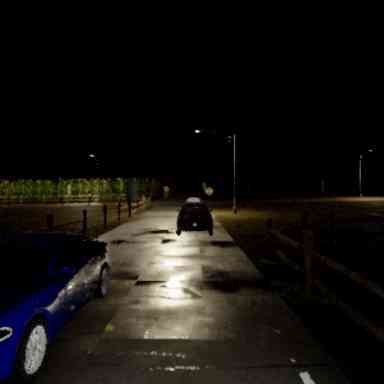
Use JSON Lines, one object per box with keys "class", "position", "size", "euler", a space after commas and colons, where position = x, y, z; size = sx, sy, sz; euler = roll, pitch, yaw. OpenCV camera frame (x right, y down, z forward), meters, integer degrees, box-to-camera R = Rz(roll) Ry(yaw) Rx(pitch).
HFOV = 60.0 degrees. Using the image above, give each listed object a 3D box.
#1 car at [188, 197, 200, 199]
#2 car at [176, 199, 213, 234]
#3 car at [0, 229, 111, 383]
{"class": "car", "position": [0.166, 1.248, 34.794], "size": [2.033, 1.411, 5.357], "euler": [0, 1, 0]}
{"class": "car", "position": [0.139, 1.412, 18.661], "size": [1.882, 1.535, 5.008], "euler": [0, 1, 0]}
{"class": "car", "position": [-2.800, 1.482, 5.665], "size": [1.882, 1.535, 5.008], "euler": [0, 0, 1]}
